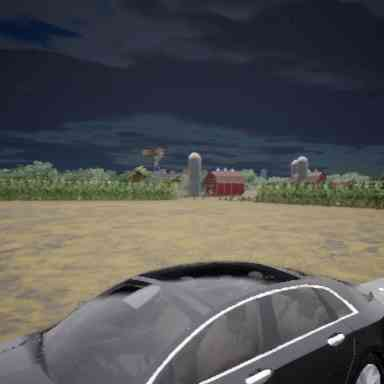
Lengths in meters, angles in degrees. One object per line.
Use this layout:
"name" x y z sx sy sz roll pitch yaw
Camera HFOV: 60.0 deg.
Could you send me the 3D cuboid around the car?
"car" 0.007 1.512 3.074 4.892 1.490 1.837 0 0 -35
